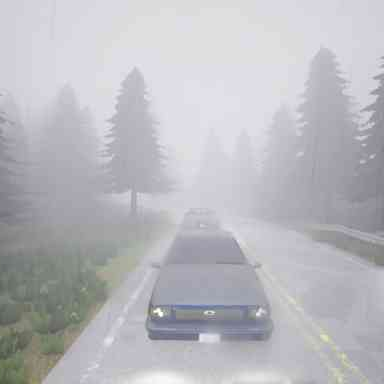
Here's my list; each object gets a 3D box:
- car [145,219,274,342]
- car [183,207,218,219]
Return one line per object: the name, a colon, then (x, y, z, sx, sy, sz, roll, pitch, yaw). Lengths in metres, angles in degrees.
car: (0.286, 1.557, 7.088, 2.033, 1.411, 5.357, 0, 0, 1)
car: (0.483, 1.583, 19.172, 1.994, 1.385, 4.181, 0, 0, -2)
